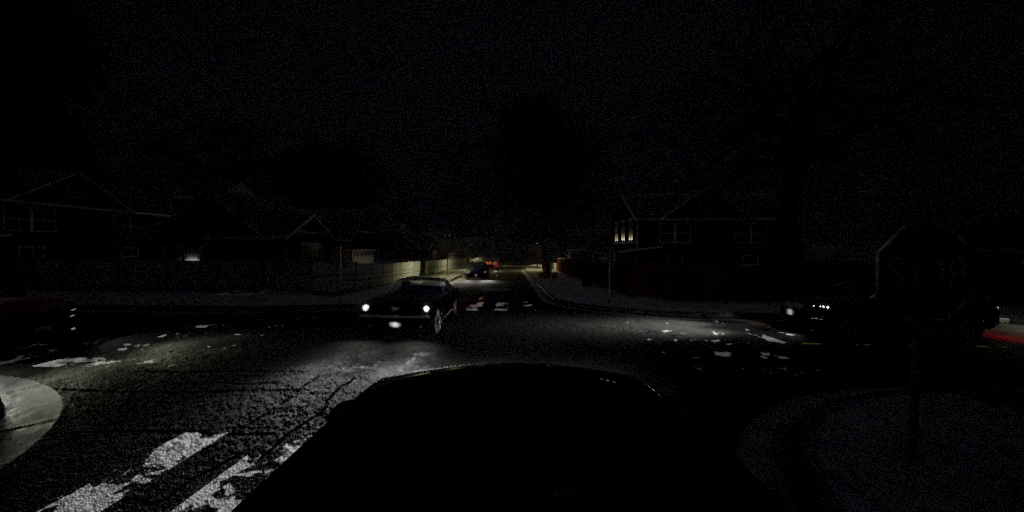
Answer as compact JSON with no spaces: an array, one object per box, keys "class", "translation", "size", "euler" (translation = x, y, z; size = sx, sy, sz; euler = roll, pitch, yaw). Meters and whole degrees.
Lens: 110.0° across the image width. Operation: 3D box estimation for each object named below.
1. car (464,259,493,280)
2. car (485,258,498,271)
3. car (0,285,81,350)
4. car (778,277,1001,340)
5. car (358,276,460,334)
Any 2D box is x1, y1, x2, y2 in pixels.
[{"class":"car","translation":[-2.883,1.257,30.994],"size":[1.812,1.442,4.674],"euler":[0,0,0]},{"class":"car","translation":[-2.960,1.003,48.324],"size":[2.097,1.767,4.553],"euler":[0,0,1]},{"class":"car","translation":[-11.619,1.127,7.062],"size":[5.008,1.535,1.882],"euler":[1,1,2]},{"class":"car","translation":[10.312,1.360,10.042],"size":[4.902,1.511,2.128],"euler":[1,1,2]},{"class":"car","translation":[-2.787,1.318,10.717],"size":[1.895,1.301,4.718],"euler":[1,0,0]}]
